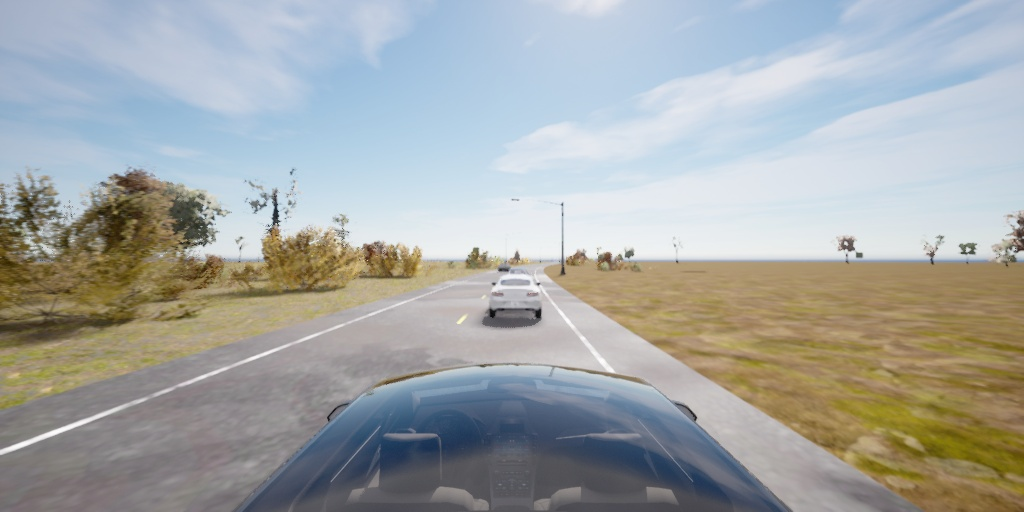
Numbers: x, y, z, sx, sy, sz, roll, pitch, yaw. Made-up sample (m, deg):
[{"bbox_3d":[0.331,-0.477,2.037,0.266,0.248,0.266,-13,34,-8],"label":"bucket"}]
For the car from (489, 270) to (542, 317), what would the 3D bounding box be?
[{"bbox_3d":[0.160,1.433,13.874,1.812,1.442,4.674,0,-1,1],"label":"car"}]

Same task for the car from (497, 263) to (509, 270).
[{"bbox_3d":[-1.342,1.982,61.329,1.882,1.535,5.008,0,-1,5],"label":"car"}]

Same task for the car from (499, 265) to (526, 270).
[{"bbox_3d":[0.448,1.620,26.911,2.033,1.411,5.357,0,-1,2],"label":"car"}]
